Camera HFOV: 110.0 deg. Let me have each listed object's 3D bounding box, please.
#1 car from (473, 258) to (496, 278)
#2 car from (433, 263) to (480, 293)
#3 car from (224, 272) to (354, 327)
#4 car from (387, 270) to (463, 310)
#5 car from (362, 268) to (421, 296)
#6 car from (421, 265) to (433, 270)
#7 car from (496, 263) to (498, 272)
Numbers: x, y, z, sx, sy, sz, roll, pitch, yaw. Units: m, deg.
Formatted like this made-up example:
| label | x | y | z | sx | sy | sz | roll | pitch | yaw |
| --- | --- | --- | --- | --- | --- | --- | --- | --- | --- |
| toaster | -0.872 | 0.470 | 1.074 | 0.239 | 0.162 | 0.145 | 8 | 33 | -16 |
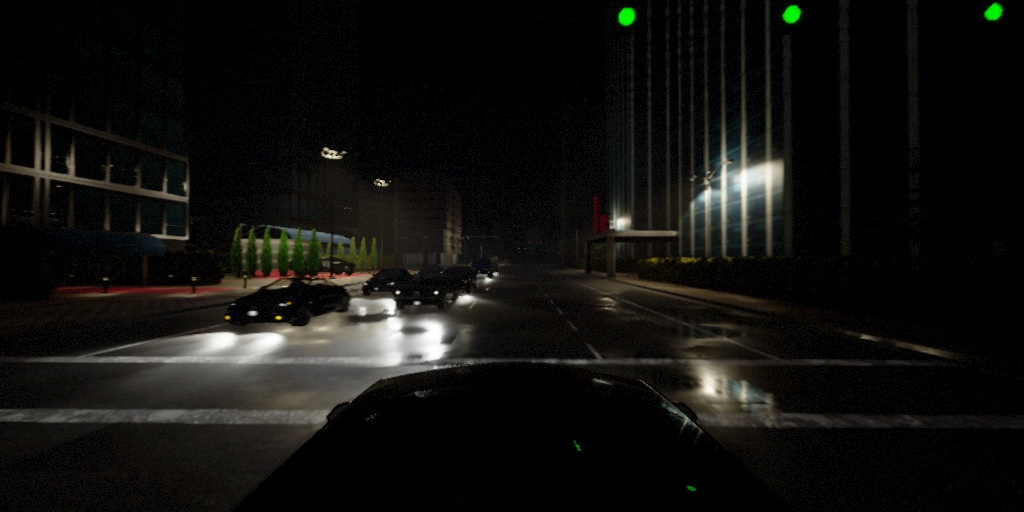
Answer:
| label | x | y | z | sx | sy | sz | roll | pitch | yaw |
| --- | --- | --- | --- | --- | --- | --- | --- | --- | --- |
| car | -3.241 | 1.275 | 39.075 | 2.150 | 2.045 | 5.566 | 0 | -1 | 1 |
| car | -3.357 | 1.397 | 22.631 | 1.882 | 1.535 | 5.008 | 0 | 0 | 1 |
| car | -7.069 | 1.396 | 11.817 | 1.994 | 1.385 | 4.181 | 0 | -1 | 1 |
| car | -3.518 | 1.463 | 15.516 | 1.895 | 1.301 | 4.718 | 0 | 0 | 1 |
| car | -6.956 | 1.430 | 20.782 | 1.812 | 1.442 | 4.674 | 0 | -1 | 1 |
| car | -6.841 | 1.512 | 30.904 | 1.812 | 1.442 | 4.674 | 0 | 0 | 1 |
| car | -3.057 | 1.665 | 53.980 | 2.128 | 1.511 | 4.902 | 0 | -1 | 1 |
